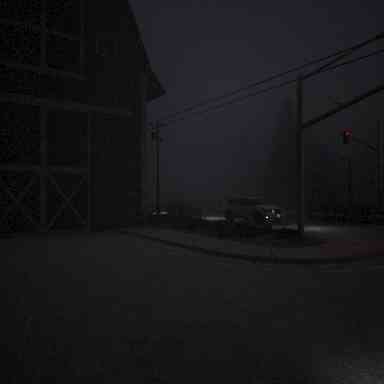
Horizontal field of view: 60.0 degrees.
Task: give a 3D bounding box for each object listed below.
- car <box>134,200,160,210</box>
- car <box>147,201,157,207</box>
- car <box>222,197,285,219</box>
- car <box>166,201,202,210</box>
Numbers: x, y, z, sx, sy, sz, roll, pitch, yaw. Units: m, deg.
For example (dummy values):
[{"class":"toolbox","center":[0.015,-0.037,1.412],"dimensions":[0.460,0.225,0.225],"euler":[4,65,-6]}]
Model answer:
[{"class":"car","center":[-6.719,1.922,49.570],"dimensions":[1.895,1.301,4.718],"euler":[0,0,-34]},{"class":"car","center":[-6.290,1.786,42.597],"dimensions":[1.837,1.490,4.892],"euler":[0,0,-34]},{"class":"car","center":[4.737,1.400,26.509],"dimensions":[2.150,2.045,5.566],"euler":[0,0,-34]},{"class":"car","center":[-0.903,1.708,34.735],"dimensions":[1.882,1.535,5.008],"euler":[0,0,-35]}]
